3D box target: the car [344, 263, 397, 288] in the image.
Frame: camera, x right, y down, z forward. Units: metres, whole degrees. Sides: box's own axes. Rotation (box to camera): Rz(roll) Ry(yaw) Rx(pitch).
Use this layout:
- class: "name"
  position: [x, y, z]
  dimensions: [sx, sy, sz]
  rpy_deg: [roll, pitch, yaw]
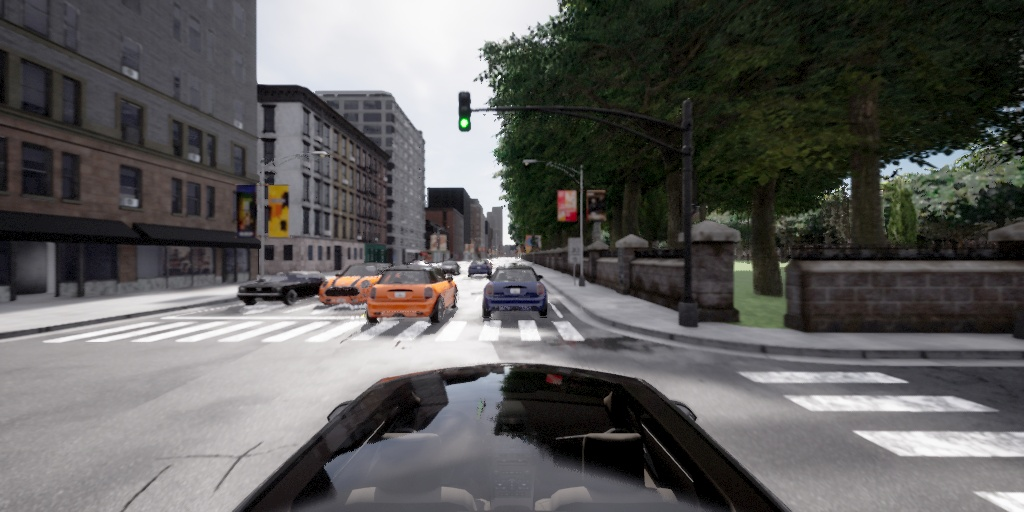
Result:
- class: "car"
  position: [-9.842, 1.286, 25.470]
  dimensions: [1.837, 1.490, 4.892]
  rpy_deg: [0, 0, 0]

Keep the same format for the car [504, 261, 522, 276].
- class: "car"
  position: [0.096, 1.294, 38.786]
  dimensions: [1.812, 1.442, 4.674]
  rpy_deg: [0, 0, 0]

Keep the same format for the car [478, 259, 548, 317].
- class: "car"
  position: [0.097, 1.111, 13.295]
  dimensions: [2.097, 1.767, 4.553]
  rpy_deg: [0, 0, 0]

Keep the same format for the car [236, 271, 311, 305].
- class: "car"
  position: [-9.843, 1.379, 16.156]
  dimensions: [1.895, 1.301, 4.718]
  rpy_deg: [0, 0, 0]

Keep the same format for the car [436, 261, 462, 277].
- class: "car"
  position: [-6.577, 1.285, 37.830]
  dimensions: [1.837, 1.490, 4.892]
  rpy_deg: [0, 0, 0]

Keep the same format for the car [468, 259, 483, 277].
- class: "car"
  position: [-3.153, 1.125, 36.192]
  dimensions: [2.097, 1.767, 4.553]
  rpy_deg: [0, 0, 0]

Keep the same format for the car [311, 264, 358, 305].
- class: "car"
  position: [-6.594, 1.124, 16.072]
  dimensions: [2.097, 1.767, 4.553]
  rpy_deg: [0, 0, 0]

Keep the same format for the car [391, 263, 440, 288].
- class: "car"
  position: [-6.593, 1.267, 25.094]
  dimensions: [2.128, 1.511, 4.902]
  rpy_deg: [0, 0, 0]

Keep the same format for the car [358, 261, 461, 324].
- class: "car"
  position: [-3.153, 1.116, 12.235]
  dimensions: [2.097, 1.767, 4.553]
  rpy_deg: [0, 0, 0]
